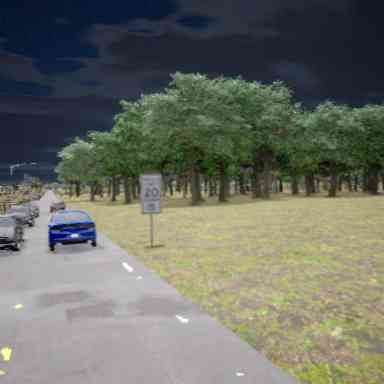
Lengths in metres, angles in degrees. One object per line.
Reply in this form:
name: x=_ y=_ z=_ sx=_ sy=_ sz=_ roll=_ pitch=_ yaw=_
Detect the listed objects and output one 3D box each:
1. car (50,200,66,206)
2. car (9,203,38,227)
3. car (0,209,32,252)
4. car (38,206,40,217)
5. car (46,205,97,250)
car: x=-17.804 y=1.860 z=44.155 sx=2.128 sy=1.511 sz=4.902 roll=-1 pitch=0 yaw=-23
car: x=-12.689 y=1.792 z=24.582 sx=1.837 sy=1.490 sz=4.892 roll=-1 pitch=0 yaw=-23
car: x=-8.509 y=1.747 z=14.724 sx=2.033 sy=1.411 sz=5.357 roll=-1 pitch=0 yaw=-23
car: x=-16.801 y=1.863 z=34.375 sx=2.128 sy=1.511 sz=4.902 roll=-1 pitch=0 yaw=-23
car: x=-5.608 y=1.602 z=15.428 sx=1.882 sy=1.535 sz=5.008 roll=-1 pitch=0 yaw=-23
